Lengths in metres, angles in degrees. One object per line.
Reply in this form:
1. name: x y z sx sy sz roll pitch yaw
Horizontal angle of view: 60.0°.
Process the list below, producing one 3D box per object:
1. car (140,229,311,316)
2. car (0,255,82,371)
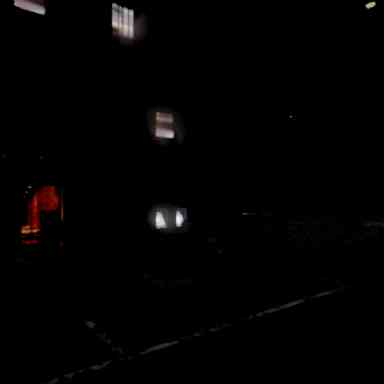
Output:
1. car: 0.919 1.528 7.362 4.206 1.307 1.802 -1 1 -35
2. car: -3.614 1.573 4.129 4.313 1.339 1.947 -1 1 -35
